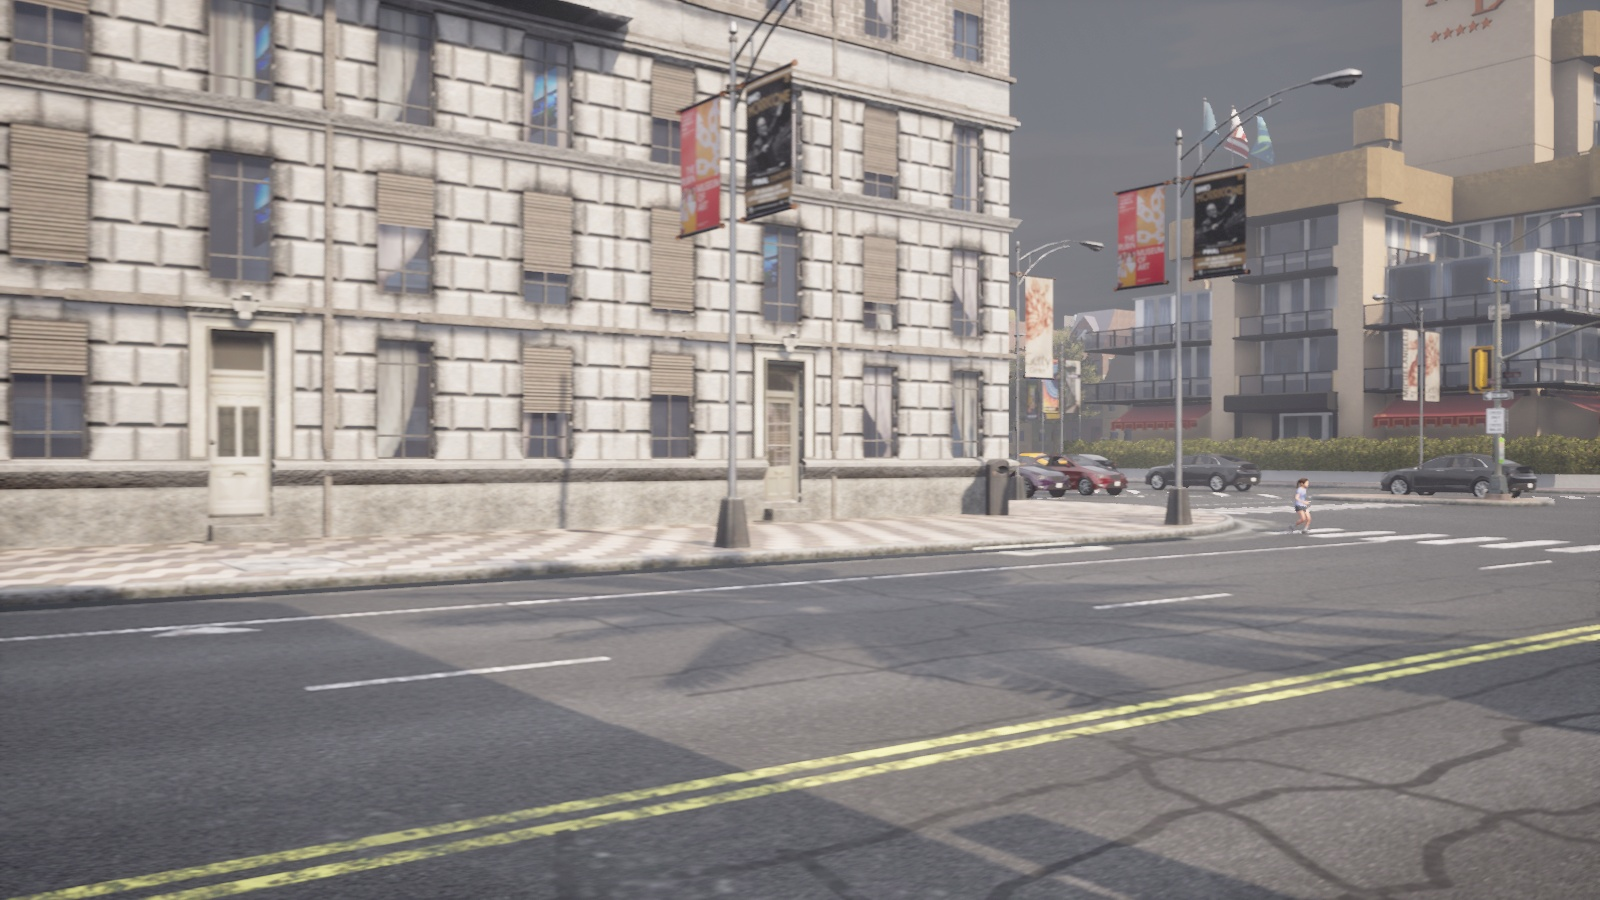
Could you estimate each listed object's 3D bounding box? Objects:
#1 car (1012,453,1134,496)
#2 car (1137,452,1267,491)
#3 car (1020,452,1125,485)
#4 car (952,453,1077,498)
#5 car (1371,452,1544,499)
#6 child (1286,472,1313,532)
[{"bbox_3d":[9.893,0.852,45.786,1.816,1.474,4.193,0,0,-36],"label":"car"},{"bbox_3d":[16.175,0.843,50.750,1.837,1.490,4.892,0,0,-36],"label":"car"},{"bbox_3d":[13.159,0.870,60.926,2.163,1.488,4.792,0,0,-36],"label":"car"},{"bbox_3d":[7.341,0.852,43.340,1.816,1.474,4.193,0,0,-36],"label":"car"},{"bbox_3d":[22.138,0.809,42.467,1.837,1.490,4.892,0,0,-34],"label":"car"},{"bbox_3d":[9.329,0.971,23.470,0.255,1.110,0.394,0,0,-39],"label":"child"}]
